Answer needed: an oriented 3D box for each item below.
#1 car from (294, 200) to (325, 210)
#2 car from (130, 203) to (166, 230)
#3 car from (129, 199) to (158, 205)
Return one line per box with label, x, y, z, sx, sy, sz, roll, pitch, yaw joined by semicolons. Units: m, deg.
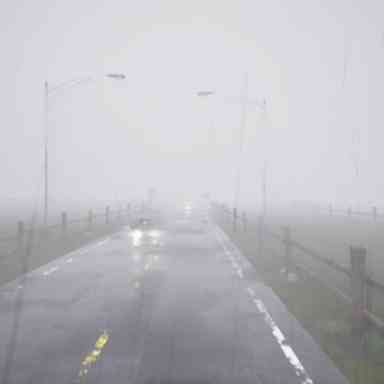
car;18.995;1.985;53.931;5.008;1.535;1.882;1;-1;-1
car;-2.852;1.691;22.211;1.994;1.385;4.181;0;0;0
car;-7.724;1.760;53.617;4.718;1.301;1.895;1;-1;-1
